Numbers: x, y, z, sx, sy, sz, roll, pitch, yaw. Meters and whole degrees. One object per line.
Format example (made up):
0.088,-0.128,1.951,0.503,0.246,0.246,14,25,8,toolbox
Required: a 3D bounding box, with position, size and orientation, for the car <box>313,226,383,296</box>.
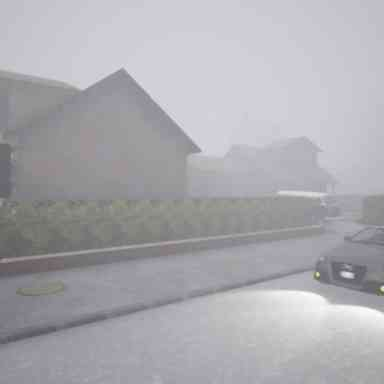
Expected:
4.900,1.572,8.245,4.181,1.385,1.994,0,0,-36,car
